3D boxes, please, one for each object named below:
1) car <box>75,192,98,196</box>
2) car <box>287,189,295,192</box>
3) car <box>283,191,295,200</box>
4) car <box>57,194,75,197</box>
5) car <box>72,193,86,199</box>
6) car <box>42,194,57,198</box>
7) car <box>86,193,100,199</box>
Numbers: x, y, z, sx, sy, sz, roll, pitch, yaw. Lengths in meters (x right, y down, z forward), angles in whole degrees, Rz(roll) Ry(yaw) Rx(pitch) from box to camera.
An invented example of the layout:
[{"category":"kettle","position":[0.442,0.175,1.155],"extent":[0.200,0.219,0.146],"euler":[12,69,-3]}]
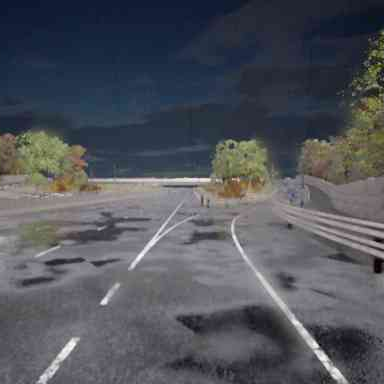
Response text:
[{"category":"car","position":[-20.972,0.872,66.216],"extent":[2.097,1.767,4.553],"euler":[0,0,0]},{"category":"car","position":[26.362,0.283,88.837],"extent":[2.150,2.045,5.566],"euler":[0,4,19]},{"category":"car","position":[22.871,1.253,79.391],"extent":[2.128,1.511,4.902],"euler":[0,3,21]},{"category":"car","position":[-24.473,1.041,66.189],"extent":[1.812,1.442,4.674],"euler":[0,0,0]},{"category":"car","position":[-27.966,0.913,82.439],"extent":[1.837,1.490,4.892],"euler":[0,0,0]},{"category":"car","position":[-27.972,1.113,66.161],"extent":[1.895,1.301,4.718],"euler":[0,0,0]},{"category":"car","position":[-24.466,0.953,82.438],"extent":[2.033,1.411,5.357],"euler":[0,0,0]}]
